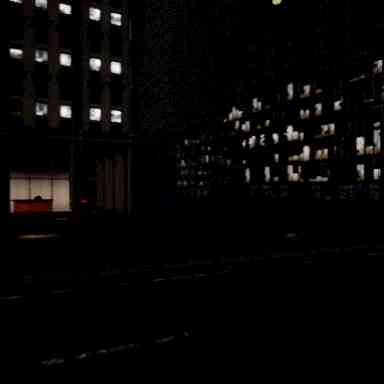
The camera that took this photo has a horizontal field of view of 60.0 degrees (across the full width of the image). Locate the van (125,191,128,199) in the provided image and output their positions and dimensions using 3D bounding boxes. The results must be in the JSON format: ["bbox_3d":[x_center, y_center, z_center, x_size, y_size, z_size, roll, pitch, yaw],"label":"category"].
[{"bbox_3d":[-16.540,0.729,80.791,1.690,1.788,3.998,0,1,-26],"label":"van"}]

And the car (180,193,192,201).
[{"bbox_3d":[-1.517,1.132,69.166,1.802,1.307,4.206,0,1,-26],"label":"car"}]

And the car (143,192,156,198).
[{"bbox_3d":[-11.515,0.834,89.582,2.008,1.369,4.403,0,1,-26],"label":"car"}]

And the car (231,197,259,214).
[{"bbox_3d":[5.853,1.563,34.808,1.802,1.307,4.206,0,1,-26],"label":"car"}]

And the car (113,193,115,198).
[{"bbox_3d":[-19.040,0.761,85.896,1.967,1.590,4.097,0,1,-26],"label":"car"}]

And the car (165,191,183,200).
[{"bbox_3d":[-4.014,0.799,74.268,2.192,1.841,5.009,0,1,-26],"label":"car"}]

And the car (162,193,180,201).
[{"bbox_3d":[-4.393,1.025,69.133,1.882,1.535,5.008,0,1,-26],"label":"car"}]

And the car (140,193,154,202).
[{"bbox_3d":[-9.044,1.139,65.480,2.008,1.369,4.403,0,1,-26],"label":"car"}]

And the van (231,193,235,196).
[{"bbox_3d":[5.984,1.090,53.850,1.690,1.788,3.998,0,1,-26],"label":"van"}]

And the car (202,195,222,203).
[{"bbox_3d":[3.483,1.266,58.957,1.802,1.307,4.206,0,1,-26],"label":"car"}]

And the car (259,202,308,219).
[{"bbox_3d":[8.337,1.611,29.693,1.947,1.339,4.313,0,1,-26],"label":"car"}]

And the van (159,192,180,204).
[{"bbox_3d":[-4.042,1.062,55.270,1.690,1.788,3.998,0,1,-26],"label":"van"}]

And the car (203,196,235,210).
[{"bbox_3d":[3.406,1.482,39.937,1.947,1.339,4.313,0,1,-26],"label":"car"}]

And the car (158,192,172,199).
[{"bbox_3d":[-6.515,0.857,79.373,1.967,1.590,4.097,0,1,-26],"label":"car"}]
